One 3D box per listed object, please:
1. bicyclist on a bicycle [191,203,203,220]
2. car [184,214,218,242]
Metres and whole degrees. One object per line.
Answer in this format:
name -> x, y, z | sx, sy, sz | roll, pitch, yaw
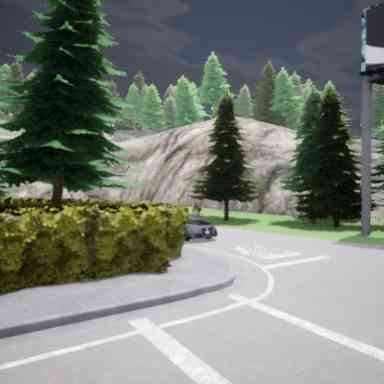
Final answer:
bicyclist on a bicycle -> 0.415, 1.705, 27.918 | 0.582, 1.620, 1.656 | 3, 4, 42
car -> -0.549, 1.868, 18.411 | 1.994, 1.385, 4.181 | 1, -1, -43
